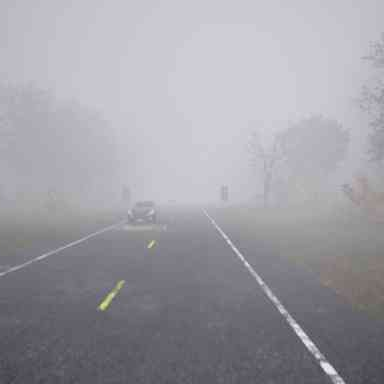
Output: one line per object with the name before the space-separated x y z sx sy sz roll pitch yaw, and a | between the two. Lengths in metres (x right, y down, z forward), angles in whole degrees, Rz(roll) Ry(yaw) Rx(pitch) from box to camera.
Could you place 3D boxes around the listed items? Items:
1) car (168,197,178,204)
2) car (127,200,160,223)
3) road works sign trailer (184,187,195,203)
car | -4.042 1.699 69.949 1.882 1.535 5.008 0 0 -1
car | -3.688 1.437 25.937 2.097 1.767 4.553 0 0 0
road works sign trailer | -0.533 0.662 73.803 2.380 3.560 2.880 2 -2 0
